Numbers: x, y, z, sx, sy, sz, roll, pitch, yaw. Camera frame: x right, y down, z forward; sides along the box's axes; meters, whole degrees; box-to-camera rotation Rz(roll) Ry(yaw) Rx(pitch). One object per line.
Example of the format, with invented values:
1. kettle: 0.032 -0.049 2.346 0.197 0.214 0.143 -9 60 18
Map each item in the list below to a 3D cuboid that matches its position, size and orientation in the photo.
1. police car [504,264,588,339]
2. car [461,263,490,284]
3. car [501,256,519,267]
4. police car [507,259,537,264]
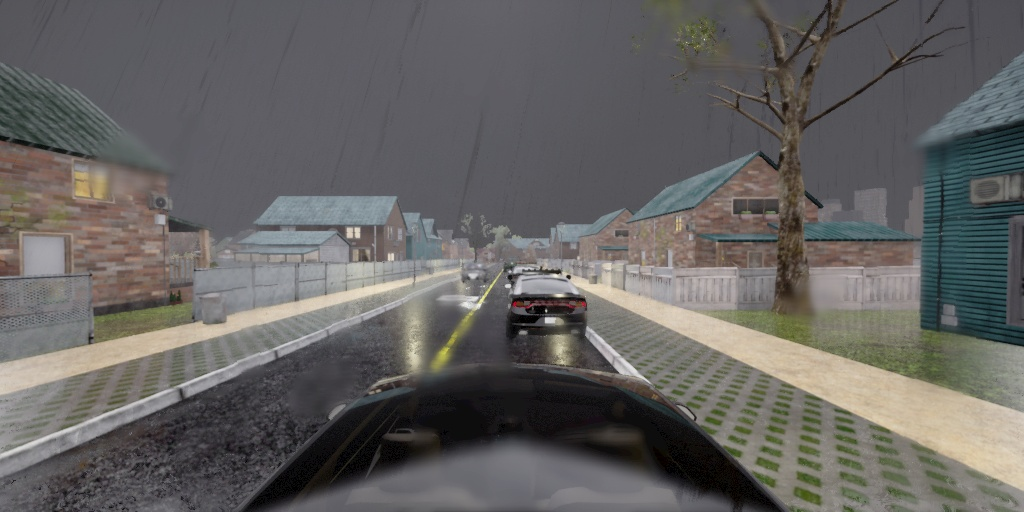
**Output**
1. police car: 0.826 1.180 10.267 1.930 1.638 5.238 0 0 0
2. car: -2.747 1.272 27.722 2.128 1.511 4.902 0 0 0
3. car: 0.026 1.053 46.915 2.150 2.045 5.566 0 0 0
4. police car: 0.827 1.193 20.269 1.930 1.638 5.238 0 0 0
